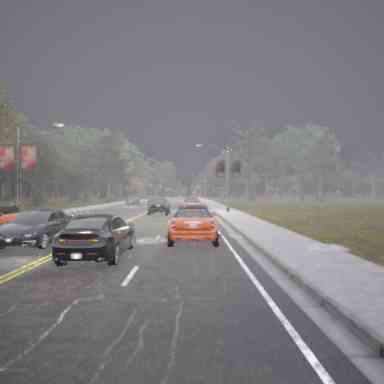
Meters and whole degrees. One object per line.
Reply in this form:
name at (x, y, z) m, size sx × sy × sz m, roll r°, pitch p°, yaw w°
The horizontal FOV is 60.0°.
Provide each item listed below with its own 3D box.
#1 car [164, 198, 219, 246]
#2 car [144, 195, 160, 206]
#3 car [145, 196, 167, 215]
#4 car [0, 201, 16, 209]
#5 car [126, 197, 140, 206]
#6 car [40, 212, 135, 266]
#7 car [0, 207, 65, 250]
car at (0.039, 1.361, 15.405) m, size 2.097 × 1.767 × 4.553 m, roll 0°, pitch 0°, yaw 0°
car at (-6.805, 1.401, 56.889) m, size 2.097 × 1.767 × 4.553 m, roll 0°, pitch 0°, yaw 0°
car at (-3.304, 1.376, 34.551) m, size 2.097 × 1.767 × 4.553 m, roll 0°, pitch 0°, yaw 0°
car at (-9.911, 1.367, 15.984) m, size 2.097 × 1.767 × 4.553 m, roll 0°, pitch 0°, yaw 0°
car at (-10.050, 1.543, 56.779) m, size 2.128 × 1.511 × 4.902 m, roll 0°, pitch 0°, yaw 0°
car at (-3.193, 1.513, 11.568) m, size 1.837 × 1.490 × 4.892 m, roll 0°, pitch 0°, yaw 0°
car at (-6.655, 1.517, 14.490) m, size 1.837 × 1.490 × 4.892 m, roll 0°, pitch 0°, yaw 0°
